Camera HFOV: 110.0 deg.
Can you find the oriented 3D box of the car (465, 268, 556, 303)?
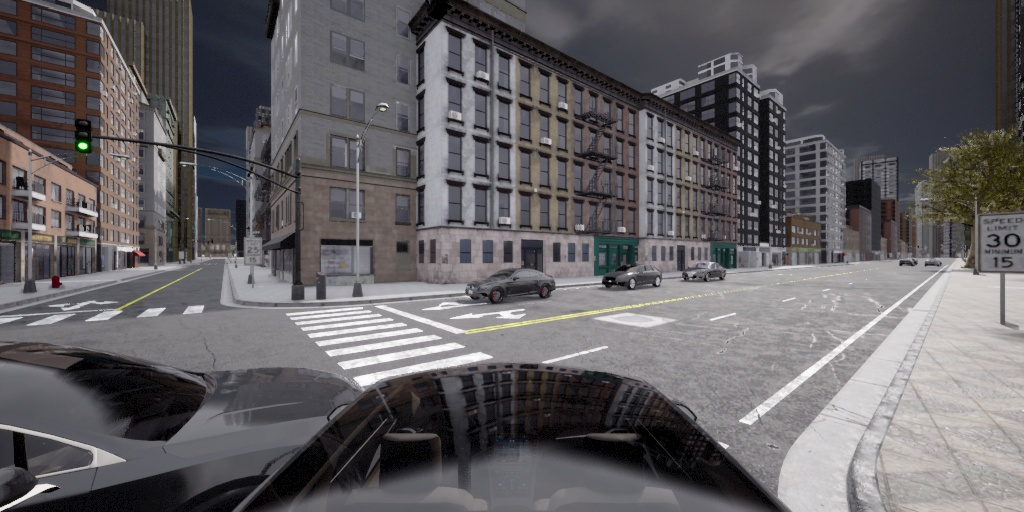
[{"bbox_3d":[0.042,1.287,16.799,4.674,1.442,1.812,0,0,-39],"label":"car"}]

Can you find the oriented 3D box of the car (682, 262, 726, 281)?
[{"bbox_3d":[15.805,1.237,29.417,4.902,1.511,2.128,0,0,-39],"label":"car"}]

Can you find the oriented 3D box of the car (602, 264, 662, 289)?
[{"bbox_3d":[7.764,1.259,22.986,4.892,1.490,1.837,0,0,-39],"label":"car"}]

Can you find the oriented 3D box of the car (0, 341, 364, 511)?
[{"bbox_3d":[-3.214,1.257,1.843,4.892,1.490,1.837,0,0,-34],"label":"car"}]
